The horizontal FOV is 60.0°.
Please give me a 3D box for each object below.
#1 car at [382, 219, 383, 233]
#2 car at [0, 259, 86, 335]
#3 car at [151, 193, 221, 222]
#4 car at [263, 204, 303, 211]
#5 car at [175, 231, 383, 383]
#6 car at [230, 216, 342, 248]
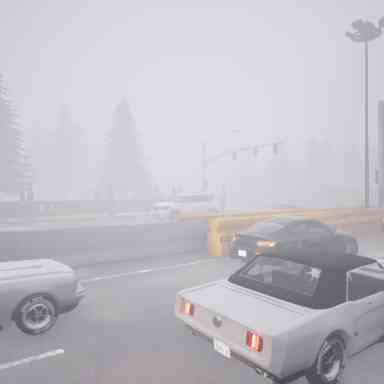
[{"bbox_3d":[10.630,1.410,15.563,4.674,1.442,1.812,-1,0,-36],"label":"car"},{"bbox_3d":[-4.178,1.601,5.065,4.718,1.301,1.895,0,0,-35],"label":"car"},{"bbox_3d":[-0.331,1.132,25.137,5.566,2.045,2.150,0,0,-35],"label":"car"},{"bbox_3d":[5.672,1.456,20.782,4.181,1.385,1.994,0,0,-35],"label":"car"},{"bbox_3d":[2.174,1.577,5.280,4.718,1.301,1.895,-1,0,-35],"label":"car"},{"bbox_3d":[3.242,1.475,10.321,4.674,1.442,1.812,-1,0,-35],"label":"car"}]
